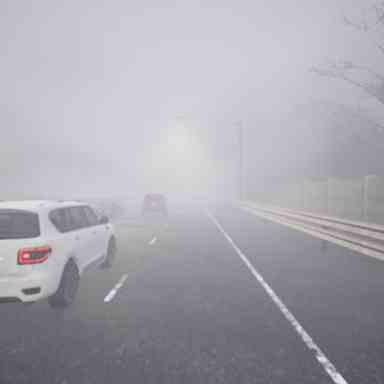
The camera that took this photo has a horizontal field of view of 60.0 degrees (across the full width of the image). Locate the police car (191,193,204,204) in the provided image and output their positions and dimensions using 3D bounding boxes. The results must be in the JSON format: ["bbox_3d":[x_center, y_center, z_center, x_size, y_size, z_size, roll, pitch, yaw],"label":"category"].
[{"bbox_3d":[1.216,1.337,60.795,1.930,1.638,5.238,0,0,0],"label":"police car"}]

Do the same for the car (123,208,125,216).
[{"bbox_3d":[-6.904,1.497,27.438,2.033,1.411,5.357,0,0,0],"label":"car"}]

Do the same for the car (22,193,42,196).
[{"bbox_3d":[-24.561,1.135,50.459,2.150,2.045,5.566,0,0,1],"label":"car"}]

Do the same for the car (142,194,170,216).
[{"bbox_3d":[-3.407,1.164,31.828,2.150,2.045,5.566,0,0,0],"label":"car"}]

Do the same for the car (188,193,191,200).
[{"bbox_3d":[-0.011,1.263,80.198,2.033,1.411,5.357,0,0,0],"label":"car"}]

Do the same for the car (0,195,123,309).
[{"bbox_3d":[-3.402,1.204,7.972,2.150,2.045,5.566,0,0,0],"label":"car"}]

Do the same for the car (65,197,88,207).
[{"bbox_3d":[-17.568,1.479,50.906,1.994,1.385,4.181,0,0,0],"label":"car"}]
